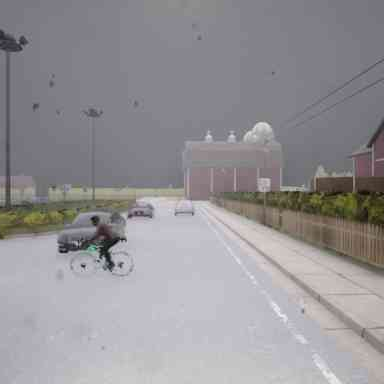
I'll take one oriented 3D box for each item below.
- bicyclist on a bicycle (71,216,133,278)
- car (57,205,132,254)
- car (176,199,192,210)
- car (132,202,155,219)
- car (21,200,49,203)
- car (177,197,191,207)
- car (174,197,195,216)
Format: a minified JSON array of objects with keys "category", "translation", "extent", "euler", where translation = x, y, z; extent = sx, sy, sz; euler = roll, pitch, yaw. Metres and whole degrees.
[{"category":"bicyclist on a bicycle","translation":[-2.371,1.452,8.743],"extent":[1.656,1.620,0.582],"euler":[-1,0,-1]},{"category":"car","translation":[-3.900,1.503,13.686],"extent":[1.837,1.490,4.892],"euler":[0,0,-1]},{"category":"car","translation":[-1.024,1.601,43.017],"extent":[1.895,1.301,4.718],"euler":[0,0,-1]},{"category":"car","translation":[-4.250,1.564,28.462],"extent":[1.994,1.385,4.181],"euler":[0,0,-1]},{"category":"car","translation":[-21.394,1.257,46.694],"extent":[2.033,1.411,5.357],"euler":[0,0,19]},{"category":"car","translation":[-1.218,1.491,50.877],"extent":[2.128,1.511,4.902],"euler":[0,0,-1]},{"category":"car","translation":[-0.722,1.526,32.796],"extent":[1.812,1.442,4.674],"euler":[0,0,-1]}]
